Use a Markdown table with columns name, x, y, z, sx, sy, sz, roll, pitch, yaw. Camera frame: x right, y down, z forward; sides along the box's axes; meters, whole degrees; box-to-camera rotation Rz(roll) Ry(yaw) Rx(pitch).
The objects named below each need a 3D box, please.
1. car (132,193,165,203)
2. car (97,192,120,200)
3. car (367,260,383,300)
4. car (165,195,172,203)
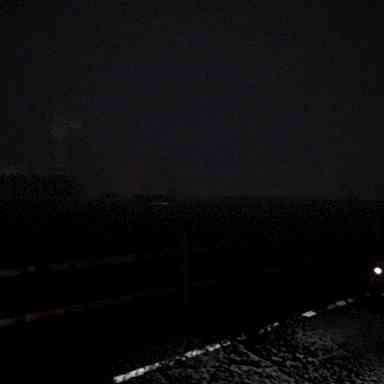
| name | x | y | z | sx | sy | sz | roll | pitch | yaw |
| --- | --- | --- | --- | --- | --- | --- | --- | --- | --- |
| car | -7.129 | 0.977 | 51.917 | 4.892 | 1.490 | 1.837 | 0 | -1 | 34 |
| car | -15.218 | 0.848 | 60.824 | 4.892 | 1.490 | 1.837 | 1 | 0 | 35 |
| car | 5.835 | 1.652 | 7.228 | 4.718 | 1.301 | 1.895 | 0 | 0 | -35 |
| car | -5.629 | 0.994 | 54.329 | 5.008 | 1.535 | 1.882 | 1 | 0 | 34 |
